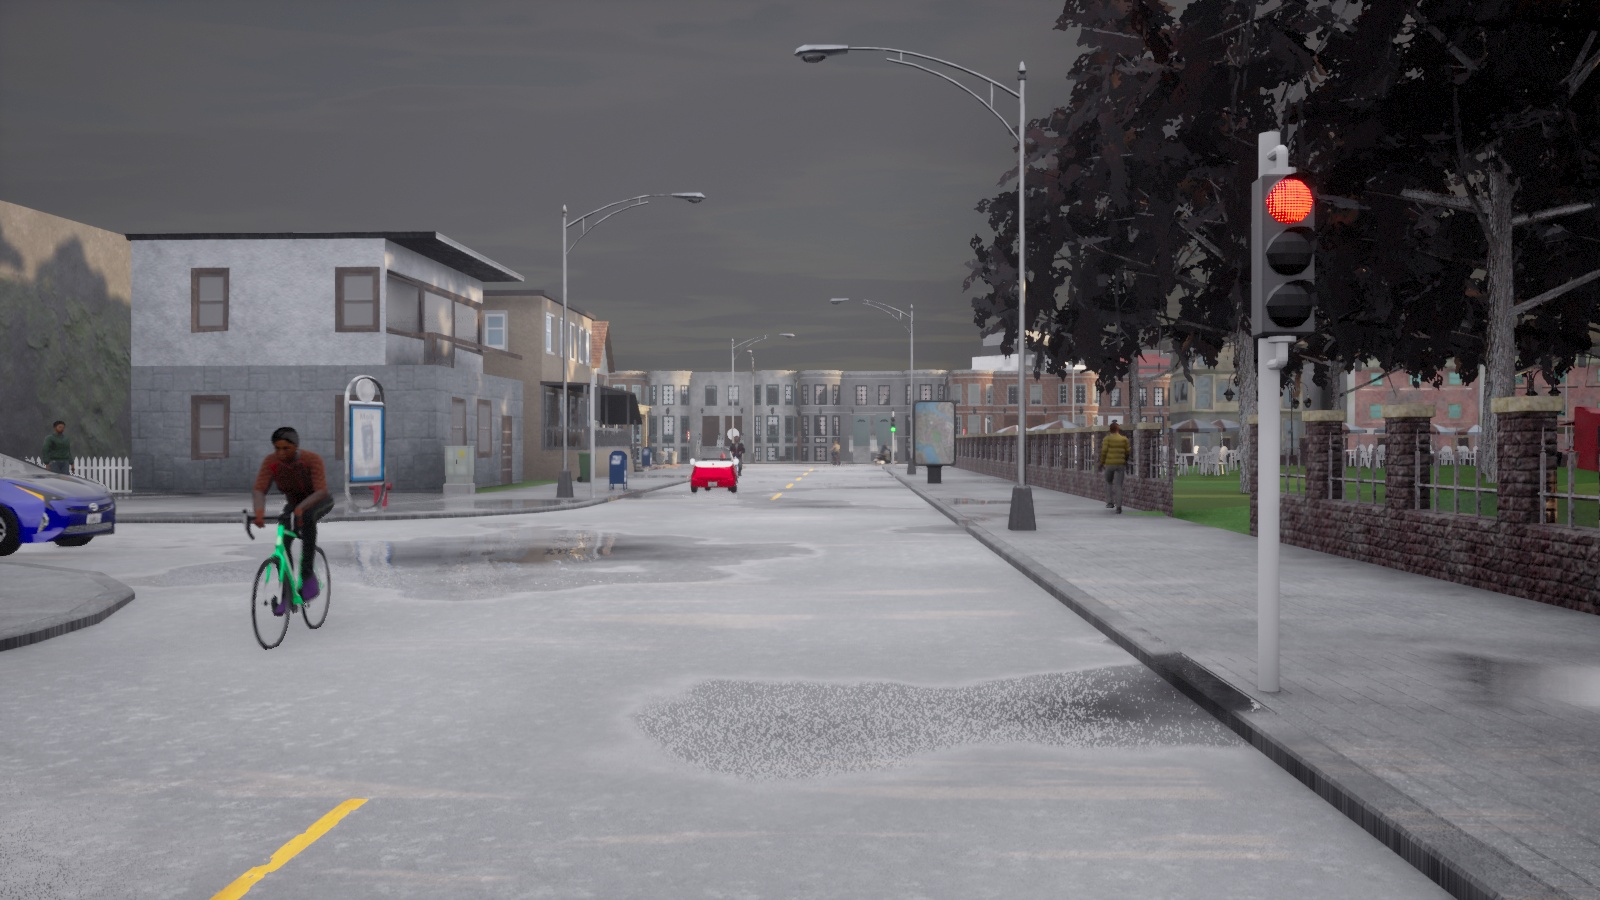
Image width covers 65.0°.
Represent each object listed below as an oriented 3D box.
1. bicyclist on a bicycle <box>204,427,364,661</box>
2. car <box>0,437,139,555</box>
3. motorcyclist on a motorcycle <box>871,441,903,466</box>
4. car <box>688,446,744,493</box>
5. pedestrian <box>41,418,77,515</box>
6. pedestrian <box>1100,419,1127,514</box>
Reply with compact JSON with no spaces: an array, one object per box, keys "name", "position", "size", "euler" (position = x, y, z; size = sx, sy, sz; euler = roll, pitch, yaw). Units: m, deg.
[{"name":"bicyclist on a bicycle","position":[-3.862,0.642,9.526],"size":[0.582,1.620,1.656],"euler":[0,1,-3]},{"name":"car","position":[-11.918,0.586,17.353],"size":[4.514,1.525,2.007],"euler":[0,0,2]},{"name":"motorcyclist on a motorcycle","position":[5.625,0.246,81.328],"size":[1.817,1.590,0.866],"euler":[0,2,-29]},{"name":"car","position":[-2.562,0.582,38.474],"size":[1.481,1.376,2.207],"euler":[0,0,2]},{"name":"pedestrian","position":[-14.293,0.308,24.213],"size":[0.614,1.847,0.353],"euler":[0,0,32]},{"name":"pedestrian","position":[6.203,0.321,24.842],"size":[0.370,1.835,0.726],"euler":[0,0,2]}]
